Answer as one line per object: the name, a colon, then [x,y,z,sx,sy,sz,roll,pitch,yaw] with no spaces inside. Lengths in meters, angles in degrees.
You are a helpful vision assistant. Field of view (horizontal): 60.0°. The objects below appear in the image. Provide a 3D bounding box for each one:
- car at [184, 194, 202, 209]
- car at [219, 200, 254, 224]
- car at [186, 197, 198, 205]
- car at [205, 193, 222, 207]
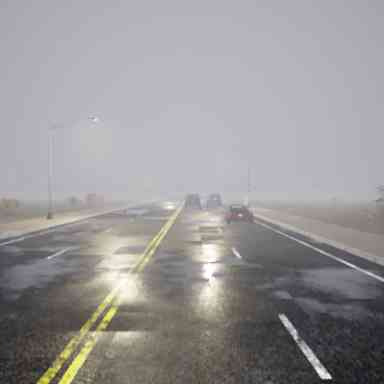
car: [0.106,1.218,44.292,2.150,2.045,5.566,0,0,0]
car: [3.315,1.561,24.620,1.994,1.385,4.181,0,0,0]
car: [0.008,1.555,58.734,1.994,1.385,4.181,0,0,0]
car: [3.259,1.214,49.834,2.150,2.045,5.566,0,0,0]
